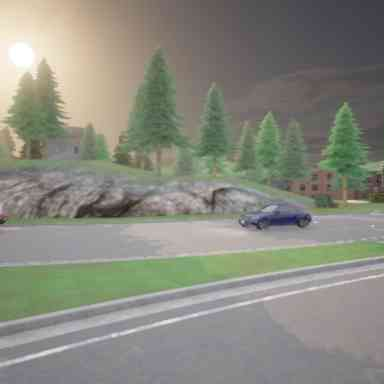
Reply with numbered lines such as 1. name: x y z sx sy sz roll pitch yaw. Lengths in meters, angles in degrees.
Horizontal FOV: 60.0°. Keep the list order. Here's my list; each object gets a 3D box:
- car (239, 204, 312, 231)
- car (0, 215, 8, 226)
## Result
1. car: 5.020 1.432 19.838 4.674 1.442 1.812 0 0 -24
2. car: -12.869 1.561 18.112 4.718 1.301 1.895 0 0 -9
